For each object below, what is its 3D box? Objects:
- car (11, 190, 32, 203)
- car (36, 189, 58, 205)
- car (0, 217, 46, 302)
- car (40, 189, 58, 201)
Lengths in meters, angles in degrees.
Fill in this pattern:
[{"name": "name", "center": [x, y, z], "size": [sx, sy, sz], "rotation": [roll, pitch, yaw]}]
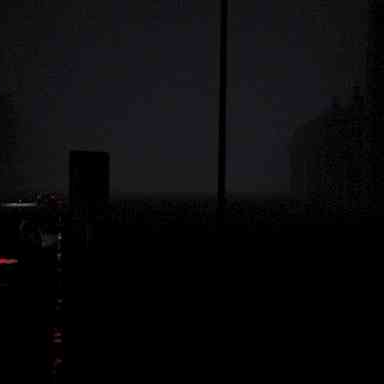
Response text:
[{"name": "car", "center": [-19.919, 0.521, 39.122], "size": [2.033, 1.411, 5.357], "rotation": [0, 1, -22]}, {"name": "car", "center": [-15.669, 0.621, 35.983], "size": [1.812, 1.442, 4.674], "rotation": [0, 1, -21]}, {"name": "car", "center": [-4.433, 1.314, 7.397], "size": [2.128, 1.511, 4.902], "rotation": [0, 1, -22]}, {"name": "car", "center": [-19.506, 0.333, 45.563], "size": [2.128, 1.511, 4.902], "rotation": [0, 1, -22]}]
